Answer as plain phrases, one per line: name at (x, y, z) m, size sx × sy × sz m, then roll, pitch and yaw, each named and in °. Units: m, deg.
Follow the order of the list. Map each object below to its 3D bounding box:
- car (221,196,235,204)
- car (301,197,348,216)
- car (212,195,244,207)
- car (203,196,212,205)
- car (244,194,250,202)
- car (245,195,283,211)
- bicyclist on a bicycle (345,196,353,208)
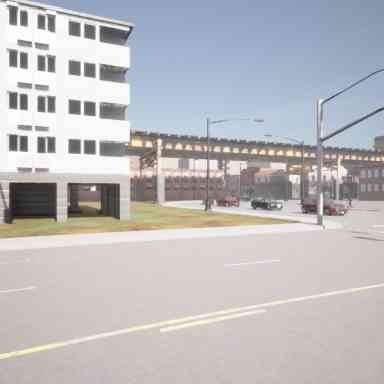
car at (7.349, 1.491, 66.747) m, size 2.128 × 1.511 × 4.902 m, roll 0°, pitch 0°, yaw 14°
car at (13.110, 1.352, 33.080) m, size 2.097 × 1.767 × 4.553 m, roll 0°, pitch 0°, yaw -25°
car at (5.367, 1.478, 50.095) m, size 1.882 × 1.535 × 5.008 m, roll 0°, pitch 0°, yaw -22°
car at (2.916, 1.505, 59.907) m, size 1.837 × 1.490 × 4.892 m, roll 0°, pitch 0°, yaw -1°
car at (11.879, 1.525, 75.701) m, size 2.128 × 1.511 × 4.902 m, roll 0°, pitch 0°, yaw 41°
car at (9.244, 1.491, 41.354) m, size 2.128 × 1.511 × 4.902 m, roll 0°, pitch 0°, yaw -25°
bicyclist on a bicycle at (20.436, 1.303, 43.310) m, size 1.656 × 1.620 × 0.582 m, roll 0°, pitch 0°, yaw -25°
